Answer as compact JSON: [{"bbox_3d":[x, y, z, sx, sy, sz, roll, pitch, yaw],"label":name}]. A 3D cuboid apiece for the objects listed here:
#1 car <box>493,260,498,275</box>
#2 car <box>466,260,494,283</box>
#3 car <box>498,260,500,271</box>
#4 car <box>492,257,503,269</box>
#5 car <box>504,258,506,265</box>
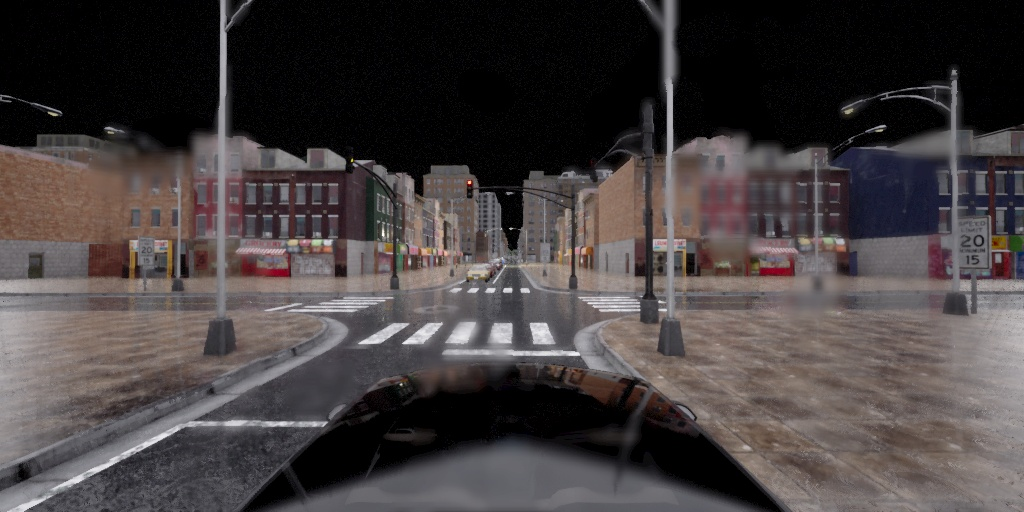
[{"bbox_3d":[-2.636,1.320,34.450,1.888,1.381,4.507,0,0,0],"label":"car"},{"bbox_3d":[-2.636,1.292,28.675,1.751,1.417,4.829,0,0,0],"label":"car"},{"bbox_3d":[-2.636,1.367,40.055,1.802,1.307,4.207,0,0,0],"label":"car"},{"bbox_3d":[-2.636,1.250,51.265,1.967,1.591,4.097,0,0,0],"label":"car"},{"bbox_3d":[-2.637,1.154,62.476,2.192,1.841,5.009,0,0,0],"label":"car"}]
